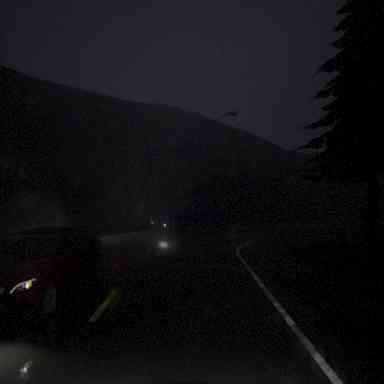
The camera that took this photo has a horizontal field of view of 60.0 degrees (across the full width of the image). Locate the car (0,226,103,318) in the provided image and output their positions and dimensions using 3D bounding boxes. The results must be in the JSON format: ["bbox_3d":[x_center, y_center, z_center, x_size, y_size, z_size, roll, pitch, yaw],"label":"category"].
[{"bbox_3d":[-3.446,1.575,7.689,1.812,1.442,4.674,0,0,2],"label":"car"}]

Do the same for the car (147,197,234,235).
[{"bbox_3d":[0.023,1.346,20.084,5.566,2.045,2.150,0,0,-36],"label":"car"}]
